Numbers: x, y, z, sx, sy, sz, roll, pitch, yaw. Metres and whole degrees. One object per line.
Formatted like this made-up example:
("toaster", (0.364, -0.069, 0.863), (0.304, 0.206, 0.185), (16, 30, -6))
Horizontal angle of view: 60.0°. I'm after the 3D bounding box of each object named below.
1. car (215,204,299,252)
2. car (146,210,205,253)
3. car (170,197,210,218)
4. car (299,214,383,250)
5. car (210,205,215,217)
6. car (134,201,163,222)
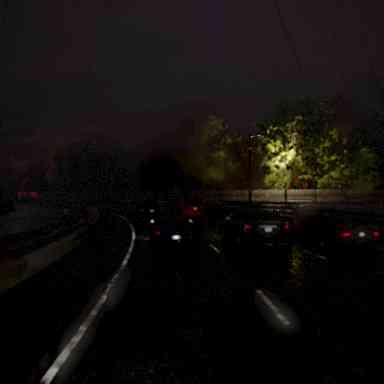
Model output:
("car", (2.632, 1.484, 14.733), (2.097, 1.767, 4.553), (0, -1, -7))
("car", (-0.869, 1.699, 14.516), (1.994, 1.385, 4.181), (0, 0, -8))
("car", (-0.464, 1.495, 30.104), (2.150, 2.045, 5.566), (0, 0, -15))
("car", (6.119, 1.682, 15.077), (2.033, 1.411, 5.357), (0, 0, -7))
("car", (2.808, 1.813, 31.374), (1.812, 1.442, 4.674), (0, 0, -16))
("car", (-3.855, 1.623, 29.227), (2.097, 1.767, 4.553), (0, -1, -16))
